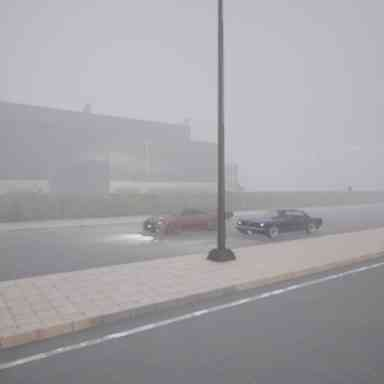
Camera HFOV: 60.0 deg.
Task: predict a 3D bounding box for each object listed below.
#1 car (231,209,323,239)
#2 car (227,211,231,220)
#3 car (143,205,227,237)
[{"bbox_3d":[4.499,1.556,16.909,4.718,1.301,1.895,0,0,-36],"label":"car"},{"bbox_3d":[0.433,1.555,22.607,4.718,1.301,1.895,0,0,-36],"label":"car"},{"bbox_3d":[-0.489,1.507,17.761,4.181,1.385,1.994,-1,0,-35],"label":"car"}]
